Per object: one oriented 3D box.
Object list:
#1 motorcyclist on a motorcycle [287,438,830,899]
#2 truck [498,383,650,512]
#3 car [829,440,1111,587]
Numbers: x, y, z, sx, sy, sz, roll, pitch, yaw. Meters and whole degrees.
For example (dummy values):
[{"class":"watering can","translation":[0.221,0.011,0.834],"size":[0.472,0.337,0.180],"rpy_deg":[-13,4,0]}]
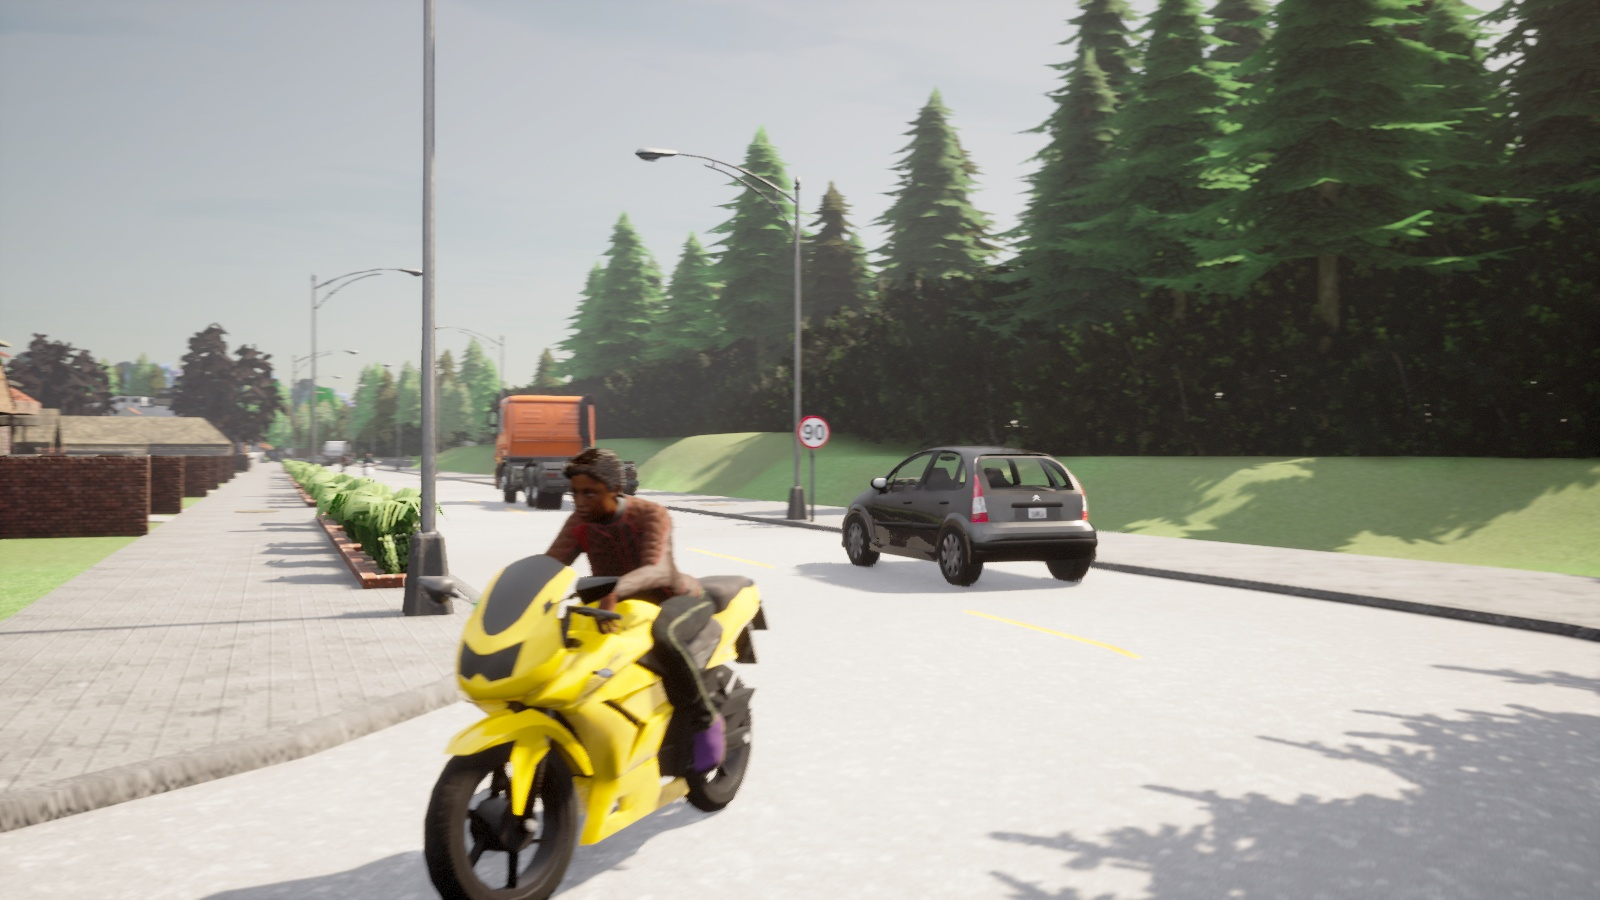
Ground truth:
[{"class":"motorcyclist on a motorcycle","translation":[-0.708,0.751,4.499],"size":[0.797,1.523,2.044],"rpy_deg":[-3,-1,26]},{"class":"truck","translation":[-6.991,-0.044,37.763],"size":[2.891,3.462,7.936],"rpy_deg":[0,0,-22]},{"class":"car","translation":[1.996,0.706,16.005],"size":[1.851,1.617,3.988],"rpy_deg":[0,0,-22]}]
